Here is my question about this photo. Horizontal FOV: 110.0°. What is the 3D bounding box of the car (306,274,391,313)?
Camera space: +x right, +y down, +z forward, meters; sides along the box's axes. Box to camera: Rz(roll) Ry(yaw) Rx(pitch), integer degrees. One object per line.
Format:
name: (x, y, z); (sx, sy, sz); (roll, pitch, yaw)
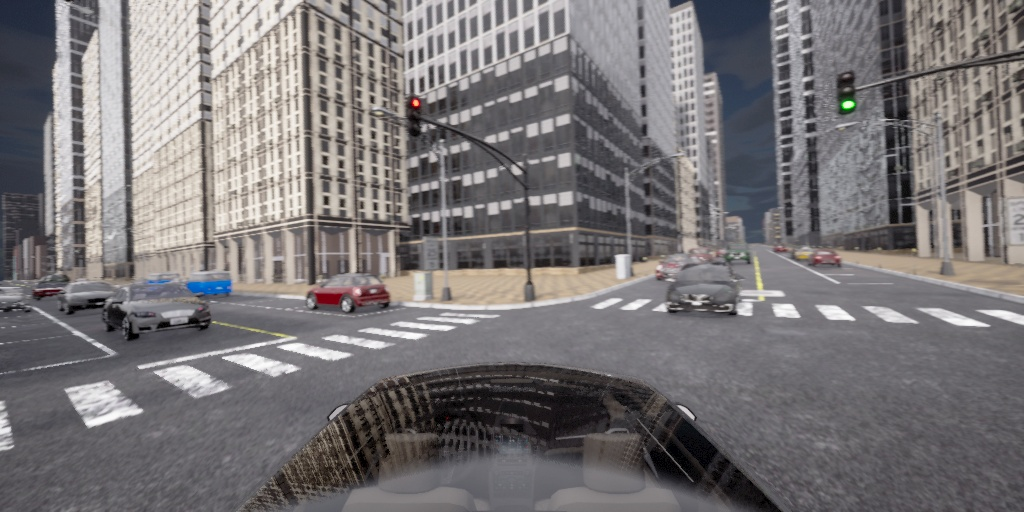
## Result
car: (-7.210, 1.519, 15.692); (4.097, 1.591, 1.967); (0, 0, 34)

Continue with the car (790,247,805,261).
car: (29.869, -0.218, 36.473); (1.751, 1.417, 4.829); (0, 0, 34)

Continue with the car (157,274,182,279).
car: (-25.907, 2.397, 28.355); (4.403, 1.370, 2.007); (0, 0, 34)

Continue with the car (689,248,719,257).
car: (16.571, 0.190, 31.710); (2.192, 1.841, 5.009); (0, 0, 34)

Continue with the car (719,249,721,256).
car: (32.121, -0.379, 54.831); (1.888, 1.381, 4.507); (0, 0, 34)

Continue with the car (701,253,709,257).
car: (13.460, 0.618, 27.086); (1.802, 1.307, 4.207); (0, 0, 34)

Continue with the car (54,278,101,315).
car: (-21.892, 2.106, 18.637); (4.892, 1.490, 1.837); (-2, 0, 34)

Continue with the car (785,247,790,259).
car: (32.885, -0.337, 40.958); (1.948, 1.339, 4.313); (0, 0, 34)

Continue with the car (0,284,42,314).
car: (-25.931, 2.285, 18.249); (4.403, 1.370, 2.007); (0, 0, 34)

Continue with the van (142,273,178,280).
van: (-30.581, 2.381, 31.521); (3.998, 1.789, 1.690); (0, 0, 34)

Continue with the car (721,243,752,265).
car: (22.834, -0.259, 36.274); (2.150, 2.045, 5.566); (-2, 0, 34)

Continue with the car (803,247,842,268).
car: (23.550, 0.159, 27.080); (1.802, 1.307, 4.207); (0, 0, 34)

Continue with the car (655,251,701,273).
car: (10.350, 0.635, 22.461); (1.967, 1.591, 4.097); (0, 0, 34)

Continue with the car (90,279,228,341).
car: (-11.556, 1.670, 11.633); (4.902, 1.511, 2.128); (-2, -1, 34)

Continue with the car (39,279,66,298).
car: (-37.122, 2.833, 29.034); (4.718, 1.301, 1.895); (-2, -1, 35)

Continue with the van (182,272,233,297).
van: (-21.233, 1.995, 25.189); (3.998, 1.789, 1.690); (0, 0, 34)

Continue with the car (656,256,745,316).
car: (6.322, 0.961, 11.699); (1.837, 1.490, 4.892); (-2, 1, 34)
